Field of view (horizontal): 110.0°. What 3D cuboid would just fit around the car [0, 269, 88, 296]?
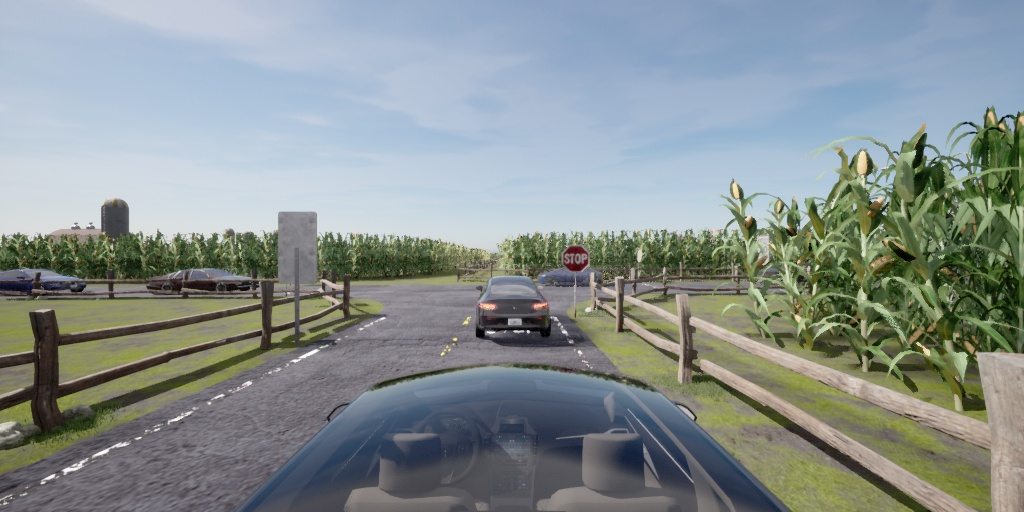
[{"bbox_3d":[-27.375,1.487,20.485,4.674,1.442,1.812,0,0,0],"label":"car"}]

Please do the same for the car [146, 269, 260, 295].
[{"bbox_3d":[-17.528,1.429,20.472,5.357,1.411,2.033,0,0,0],"label":"car"}]

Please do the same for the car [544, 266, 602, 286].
[{"bbox_3d":[3.722,1.265,23.388,4.181,1.385,1.994,0,0,0],"label":"car"}]

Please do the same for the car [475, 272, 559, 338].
[{"bbox_3d":[-0.041,1.275,10.132,1.812,1.442,4.674,0,0,-3],"label":"car"}]

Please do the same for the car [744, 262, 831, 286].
[{"bbox_3d":[17.849,1.112,23.363,4.892,1.490,1.837,0,0,0],"label":"car"}]
